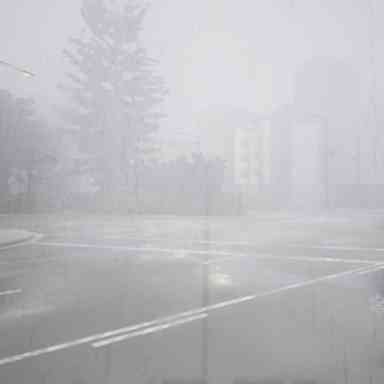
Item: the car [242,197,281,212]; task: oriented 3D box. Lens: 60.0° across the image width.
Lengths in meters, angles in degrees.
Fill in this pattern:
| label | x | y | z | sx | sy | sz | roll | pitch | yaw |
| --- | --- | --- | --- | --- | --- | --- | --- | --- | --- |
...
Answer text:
| label | x | y | z | sx | sy | sz | roll | pitch | yaw |
| --- | --- | --- | --- | --- | --- | --- | --- | --- | --- |
| car | 7.426 | 1.342 | 36.393 | 1.882 | 1.535 | 5.008 | -1 | 1 | -35 |
